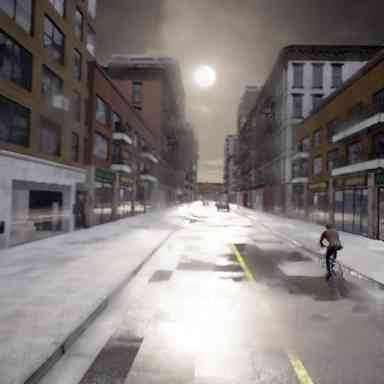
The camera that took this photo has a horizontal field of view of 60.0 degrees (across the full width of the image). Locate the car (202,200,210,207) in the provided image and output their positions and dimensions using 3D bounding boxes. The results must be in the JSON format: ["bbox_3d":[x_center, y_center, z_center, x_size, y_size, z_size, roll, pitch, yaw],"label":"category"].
[{"bbox_3d":[3.253,2.660,78.436,2.128,1.511,4.902,2,-1,2],"label":"car"}]

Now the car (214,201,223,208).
[{"bbox_3d":[5.765,2.724,72.908,1.895,1.301,4.718,2,-1,2],"label":"car"}]

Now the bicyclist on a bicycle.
[{"bbox_3d":[3.784,1.681,9.125,0.582,1.620,1.656,2,-1,2],"label":"bicyclist on a bicycle"}]

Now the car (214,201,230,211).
[{"bbox_3d":[5.086,2.198,54.561,2.097,1.767,4.553,2,-1,2],"label":"car"}]
